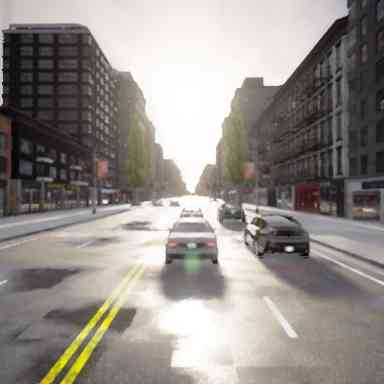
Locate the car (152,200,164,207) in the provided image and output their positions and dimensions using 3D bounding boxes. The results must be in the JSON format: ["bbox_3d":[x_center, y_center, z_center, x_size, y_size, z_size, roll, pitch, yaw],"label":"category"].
[{"bbox_3d":[-6.548,2.180,64.591,2.033,1.411,5.357,0,-1,1],"label":"car"}]

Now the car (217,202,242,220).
[{"bbox_3d":[3.254,1.637,28.429,2.097,1.767,4.553,0,-1,0],"label":"car"}]

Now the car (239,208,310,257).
[{"bbox_3d":[3.262,1.645,13.502,1.837,1.490,4.892,0,0,0],"label":"car"}]

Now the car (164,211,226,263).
[{"bbox_3d":[0.002,1.675,12.518,2.033,1.411,5.357,0,-1,0],"label":"car"}]

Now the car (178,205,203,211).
[{"bbox_3d":[0.001,1.885,28.259,1.895,1.301,4.718,0,-1,0],"label":"car"}]

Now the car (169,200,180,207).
[{"bbox_3d":[-3.309,2.195,64.610,1.994,1.385,4.181,0,-1,1],"label":"car"}]
